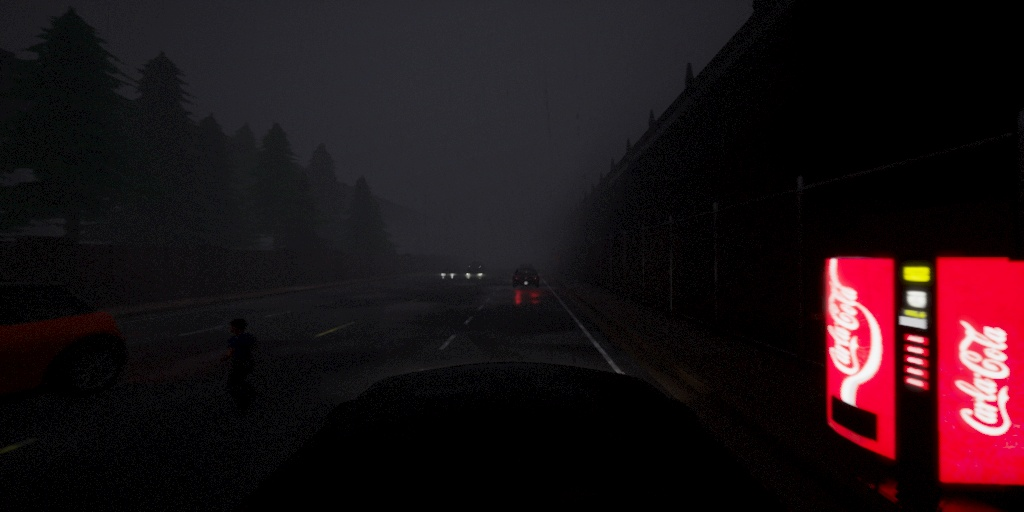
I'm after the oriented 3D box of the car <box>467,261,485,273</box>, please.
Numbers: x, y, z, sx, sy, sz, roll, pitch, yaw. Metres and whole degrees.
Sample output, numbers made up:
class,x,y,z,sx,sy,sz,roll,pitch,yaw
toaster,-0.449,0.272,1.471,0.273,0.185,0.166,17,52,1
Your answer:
class,x,y,z,sx,sy,sz,roll,pitch,yaw
car,-5.087,1.541,51.045,2.097,1.767,4.553,0,0,2

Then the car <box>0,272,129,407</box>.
class,x,y,z,sx,sy,sz,roll,pitch,yaw
car,-7.069,1.101,3.582,2.097,1.767,4.553,0,-1,2

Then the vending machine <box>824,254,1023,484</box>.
class,x,y,z,sx,sy,sz,roll,pitch,yaw
vending machine,3.905,0.972,3.482,1.100,2.100,0.880,0,0,2

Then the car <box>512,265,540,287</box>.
class,x,y,z,sx,sy,sz,roll,pitch,yaw
car,1.045,1.583,26.686,1.895,1.301,4.718,0,-1,2

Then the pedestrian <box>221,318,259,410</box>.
class,x,y,z,sx,sy,sz,roll,pitch,yaw
pedestrian,-3.522,1.342,4.728,0.375,1.300,0.375,0,-1,2

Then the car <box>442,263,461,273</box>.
class,x,y,z,sx,sy,sz,roll,pitch,yaw
car,-8.583,1.750,51.206,2.033,1.411,5.357,0,-1,2
